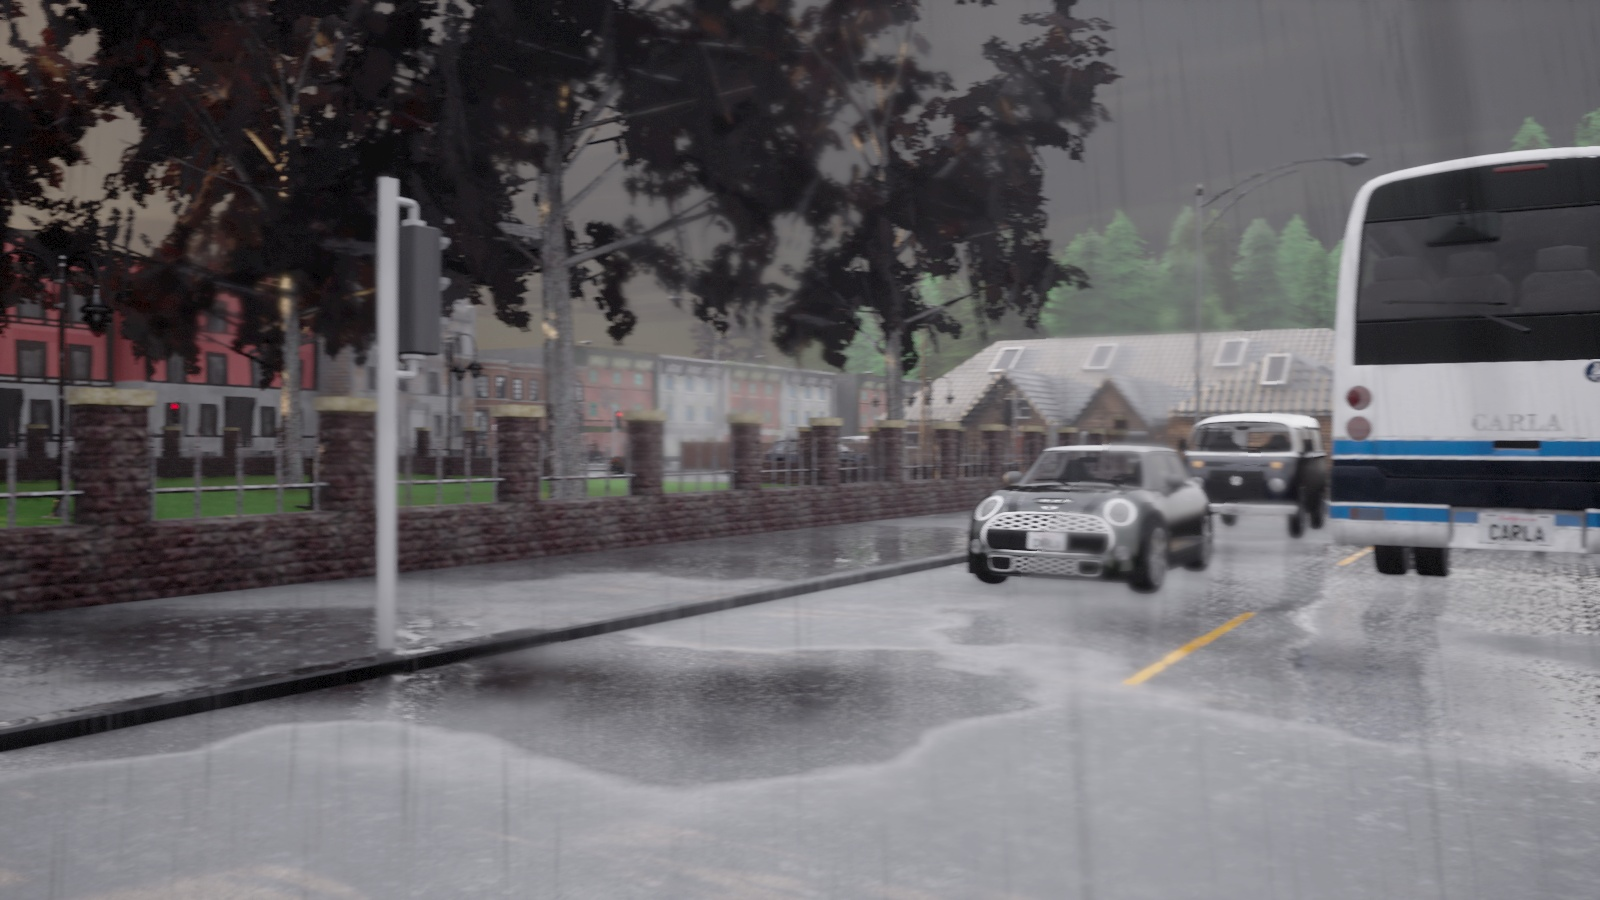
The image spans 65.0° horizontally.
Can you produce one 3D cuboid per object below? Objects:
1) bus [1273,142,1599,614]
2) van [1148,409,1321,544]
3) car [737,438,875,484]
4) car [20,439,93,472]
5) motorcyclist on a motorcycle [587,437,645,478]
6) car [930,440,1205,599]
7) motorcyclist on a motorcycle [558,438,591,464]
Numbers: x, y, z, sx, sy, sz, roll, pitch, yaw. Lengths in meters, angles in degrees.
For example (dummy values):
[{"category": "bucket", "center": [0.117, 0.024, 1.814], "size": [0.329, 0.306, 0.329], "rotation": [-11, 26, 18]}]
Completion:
[{"category": "bus", "center": [9.130, -0.665, 16.149], "size": [3.944, 4.253, 10.273], "rotation": [1, 0, 31]}, {"category": "van", "center": [7.550, 0.389, 21.521], "size": [2.069, 2.038, 4.480], "rotation": [1, 0, 29]}, {"category": "car", "center": [0.215, 0.374, 47.530], "size": [4.856, 1.649, 2.033], "rotation": [1, 0, 28]}, {"category": "car", "center": [-31.206, 0.229, 52.743], "size": [1.481, 1.376, 2.207], "rotation": [1, 0, 31]}, {"category": "motorcyclist on a motorcycle", "center": [-7.641, 0.306, 52.123], "size": [2.350, 1.649, 0.766], "rotation": [1, 1, 28]}, {"category": "car", "center": [3.094, 0.646, 13.905], "size": [1.970, 1.475, 3.806], "rotation": [1, 0, 28]}, {"category": "motorcyclist on a motorcycle", "center": [-14.611, 0.067, 81.320], "size": [0.766, 1.649, 2.350], "rotation": [1, 1, 30]}]
